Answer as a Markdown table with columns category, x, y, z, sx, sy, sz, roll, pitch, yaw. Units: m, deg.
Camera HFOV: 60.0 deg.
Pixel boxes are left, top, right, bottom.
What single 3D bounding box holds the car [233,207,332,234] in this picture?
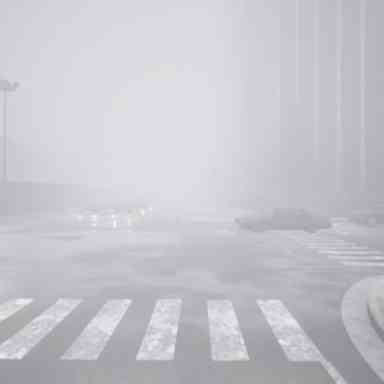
| category | x | y | z | sx | sy | sz | roll | pitch | yaw |
| --- | --- | --- | --- | --- | --- | --- | --- | --- | --- |
| car | 5.111 | 1.582 | 18.913 | 5.357 | 1.411 | 2.033 | 1 | 0 | -7 |

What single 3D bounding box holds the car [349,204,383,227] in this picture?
| category | x | y | z | sx | sy | sz | roll | pitch | yaw |
| --- | --- | --- | --- | --- | --- | --- | --- | --- | --- |
| car | 13.347 | 1.564 | 22.789 | 4.892 | 1.490 | 1.837 | 0 | 0 | 0 |

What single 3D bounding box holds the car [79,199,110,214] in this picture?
| category | x | y | z | sx | sy | sz | roll | pitch | yaw |
| --- | --- | --- | --- | --- | --- | --- | --- | --- | --- |
| car | -10.464 | 1.531 | 35.321 | 1.812 | 1.442 | 4.674 | 0 | 0 | 0 |

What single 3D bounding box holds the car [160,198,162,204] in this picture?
| category | x | y | z | sx | sy | sz | roll | pitch | yaw |
| --- | --- | --- | --- | --- | --- | --- | --- | --- | --- |
| car | -6.763 | 1.574 | 63.537 | 1.994 | 1.385 | 4.181 | 0 | 0 | 0 |

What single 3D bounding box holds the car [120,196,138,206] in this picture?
| category | x | y | z | sx | sy | sz | roll | pitch | yaw |
| --- | --- | --- | --- | --- | --- | --- | --- | --- | --- |
| car | -10.345 | 1.486 | 54.754 | 1.882 | 1.535 | 5.008 | 0 | 0 | 1 |

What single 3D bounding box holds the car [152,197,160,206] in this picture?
| category | x | y | z | sx | sy | sz | roll | pitch | yaw |
| --- | --- | --- | --- | --- | --- | --- | --- | --- | --- |
| car | -6.860 | 1.500 | 53.818 | 2.128 | 1.511 | 4.902 | 0 | 0 | 1 |

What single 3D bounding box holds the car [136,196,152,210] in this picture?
| category | x | y | z | sx | sy | sz | roll | pitch | yaw |
| --- | --- | --- | --- | --- | --- | --- | --- | --- | --- |
| car | -6.924 | 1.533 | 44.290 | 1.812 | 1.442 | 4.674 | 0 | 0 | 0 |

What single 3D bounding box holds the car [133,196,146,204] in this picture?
| category | x | y | z | sx | sy | sz | roll | pitch | yaw |
| --- | --- | --- | --- | --- | --- | --- | --- | --- | --- |
| car | -10.258 | 1.536 | 64.800 | 1.812 | 1.442 | 4.674 | 0 | 0 | 0 |

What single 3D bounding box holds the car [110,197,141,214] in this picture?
| category | x | y | z | sx | sy | sz | roll | pitch | yaw |
| --- | --- | --- | --- | --- | --- | --- | --- | --- | --- |
| car | -6.964 | 1.531 | 35.310 | 1.812 | 1.442 | 4.674 | 0 | 0 | 0 |
